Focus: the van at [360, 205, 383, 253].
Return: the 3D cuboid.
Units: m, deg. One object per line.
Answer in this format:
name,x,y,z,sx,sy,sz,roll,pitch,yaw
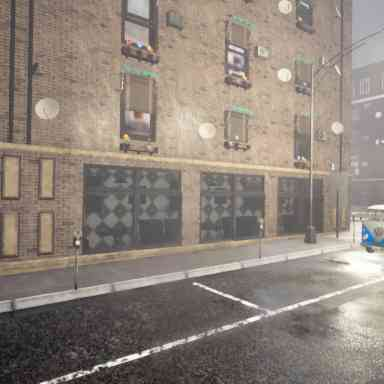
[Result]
van,7.819,1.345,12.229,3.998,1.788,1.690,0,1,-36
